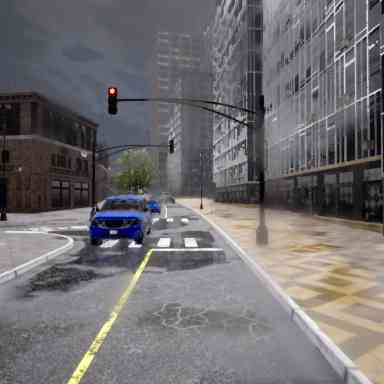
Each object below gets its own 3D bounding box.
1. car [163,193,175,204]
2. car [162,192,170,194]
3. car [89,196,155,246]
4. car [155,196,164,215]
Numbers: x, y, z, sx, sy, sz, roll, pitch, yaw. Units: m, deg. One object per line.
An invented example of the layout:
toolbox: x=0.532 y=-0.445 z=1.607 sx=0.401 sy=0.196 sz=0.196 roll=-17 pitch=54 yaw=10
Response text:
car: x=-4.320 y=1.498 z=64.314 sx=1.837 sy=1.490 sz=4.892 roll=0 pitch=0 yaw=-8
car: x=-5.793 y=1.045 z=74.652 sx=2.150 sy=2.045 sz=5.566 roll=0 pitch=0 yaw=-9
car: x=-3.166 y=1.222 z=15.763 sx=2.150 sy=2.045 sz=5.566 roll=0 pitch=0 yaw=-2
car: x=-4.173 y=1.475 z=34.434 sx=1.882 sy=1.535 sz=5.008 roll=0 pitch=0 yaw=-4
